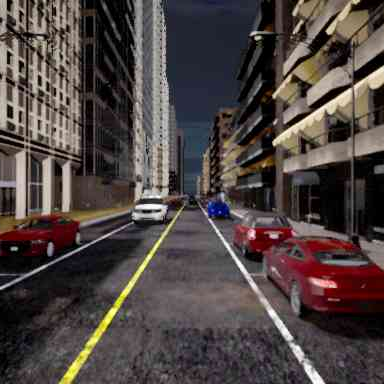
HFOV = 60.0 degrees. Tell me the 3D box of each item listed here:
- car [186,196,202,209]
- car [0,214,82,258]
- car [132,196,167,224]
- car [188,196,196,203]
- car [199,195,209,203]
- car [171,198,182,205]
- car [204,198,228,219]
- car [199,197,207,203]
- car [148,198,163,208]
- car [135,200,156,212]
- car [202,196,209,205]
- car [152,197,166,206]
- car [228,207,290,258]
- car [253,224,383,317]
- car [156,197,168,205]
[{"bbox_3d":[0.007,1.664,49.635,2.128,1.511,4.902,0,0,0],"label":"car"},{"bbox_3d":[-5.689,1.587,12.894,1.887,1.381,4.507,0,0,0],"label":"car"},{"bbox_3d":[-3.098,1.307,25.561,2.150,2.045,5.566,0,0,0],"label":"car"},{"bbox_3d":[0.003,1.578,72.730,1.837,1.490,4.892,0,0,0],"label":"car"},{"bbox_3d":[2.692,1.588,75.028,2.192,1.841,5.009,0,0,0],"label":"car"},{"bbox_3d":[-3.011,1.861,64.942,1.895,1.301,4.718,0,0,0],"label":"car"},{"bbox_3d":[2.361,1.580,30.550,1.882,1.535,5.008,0,0,0],"label":"car"},{"bbox_3d":[2.692,1.878,80.676,1.802,1.307,4.206,0,0,0],"label":"car"},{"bbox_3d":[-5.688,1.733,52.433,2.008,1.369,4.403,0,0,0],"label":"car"},{"bbox_3d":[-5.689,1.706,41.136,1.947,1.339,4.313,0,0,0],"label":"car"},{"bbox_3d":[2.692,1.733,52.434,2.008,1.369,4.403,0,0,0],"label":"car"},{"bbox_3d":[-5.689,1.645,58.083,1.967,1.590,4.097,0,0,0],"label":"car"},{"bbox_3d":[2.692,1.482,12.894,1.967,1.590,4.097,0,0,0],"label":"car"},{"bbox_3d":[2.692,1.606,7.245,1.802,1.307,4.206,0,0,0],"label":"car"},{"bbox_3d":[-5.689,1.752,63.560,1.752,1.417,4.829,0,0,0],"label":"car"}]
